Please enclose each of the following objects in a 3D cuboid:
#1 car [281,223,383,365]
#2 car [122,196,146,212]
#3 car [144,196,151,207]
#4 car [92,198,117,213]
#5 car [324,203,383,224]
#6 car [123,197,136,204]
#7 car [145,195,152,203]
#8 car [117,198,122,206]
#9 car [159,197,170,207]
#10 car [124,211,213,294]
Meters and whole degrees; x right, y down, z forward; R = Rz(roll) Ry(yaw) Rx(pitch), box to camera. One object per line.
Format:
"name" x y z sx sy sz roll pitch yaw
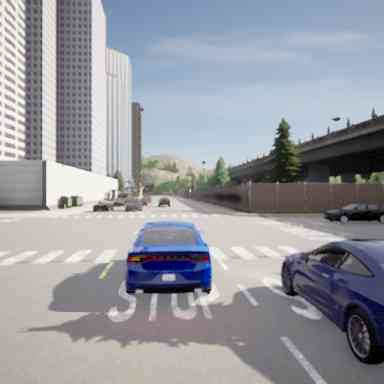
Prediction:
"car" 3.035 1.538 5.763 1.812 1.442 4.674 0 0 -3
"car" -6.996 1.598 40.257 1.837 1.490 4.892 0 0 -5
"car" -8.198 1.726 54.176 1.895 1.301 4.718 0 0 -5
"car" -10.436 1.694 39.405 1.895 1.301 4.718 0 0 -5
"car" 12.733 1.587 25.537 5.008 1.535 1.882 0 0 -5
"car" -12.929 1.700 69.153 2.033 1.411 5.357 0 0 -5
"car" -9.403 1.515 69.006 2.097 1.767 4.553 0 0 -5
"car" -11.674 1.673 53.741 2.033 1.411 5.357 0 0 -5
"car" -4.560 1.631 54.873 1.837 1.490 4.892 0 0 -5
"car" -0.614 1.498 8.906 1.882 1.535 5.008 0 0 -4
